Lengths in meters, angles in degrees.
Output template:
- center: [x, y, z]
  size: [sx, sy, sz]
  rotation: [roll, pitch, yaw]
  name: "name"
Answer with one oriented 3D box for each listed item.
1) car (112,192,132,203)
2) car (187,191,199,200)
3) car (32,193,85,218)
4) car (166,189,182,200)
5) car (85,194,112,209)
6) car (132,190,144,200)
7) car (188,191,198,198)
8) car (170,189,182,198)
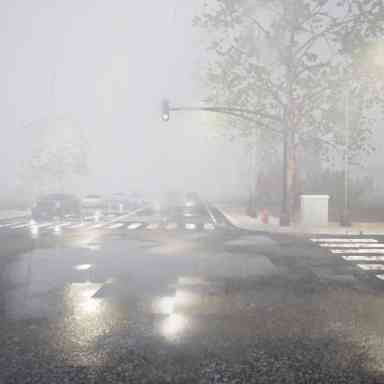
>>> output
- center: [-9.785, 0.741, 44.658]
  size: [1.812, 1.442, 4.674]
  rotation: [0, 1, 0]
  name: "car"
- center: [0.144, 0.626, 55.369]
  size: [1.994, 1.385, 4.181]
  rotation: [0, 1, 1]
  name: "car"
- center: [-9.975, 0.881, 24.716]
  size: [2.097, 1.767, 4.553]
  rotation: [0, 1, 1]
  name: "car"
- center: [-3.106, 0.580, 55.431]
  size: [1.812, 1.442, 4.674]
  rotation: [0, 1, 1]
  name: "car"
- center: [-9.891, 0.913, 33.776]
  size: [1.812, 1.442, 4.674]
  rotation: [0, 1, 0]
  name: "car"
- center: [-9.612, 0.508, 57.871]
  size: [1.837, 1.490, 4.892]
  rotation: [0, 0, 1]
  name: "car"
- center: [0.235, 0.460, 65.437]
  size: [1.994, 1.385, 4.181]
  rotation: [0, 1, 1]
  name: "car"
- center: [-3.014, 0.242, 65.432]
  size: [2.097, 1.767, 4.553]
  rotation: [0, 1, 1]
  name: "car"
